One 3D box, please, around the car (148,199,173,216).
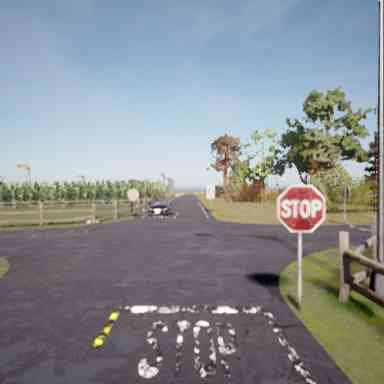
[{"bbox_3d":[-2.816,1.381,30.099,2.128,1.511,4.902,0,1,2],"label":"car"}]
